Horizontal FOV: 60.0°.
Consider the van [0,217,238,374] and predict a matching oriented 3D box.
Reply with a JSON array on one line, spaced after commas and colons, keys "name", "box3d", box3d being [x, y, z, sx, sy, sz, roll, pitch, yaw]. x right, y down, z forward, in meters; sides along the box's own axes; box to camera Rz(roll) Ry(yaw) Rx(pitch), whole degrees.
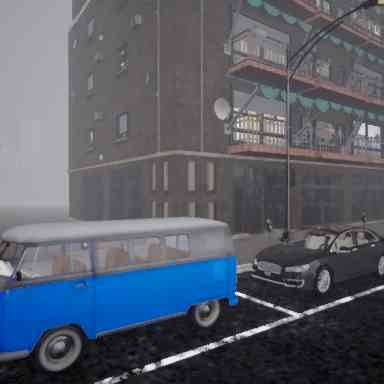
[{"name": "van", "box3d": [-1.113, 1.338, 5.306, 3.998, 1.788, 1.690, 0, 0, -35]}]

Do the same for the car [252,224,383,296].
[{"name": "car", "box3d": [3.441, 1.547, 8.555, 4.403, 1.369, 2.008, 0, 0, -36]}]
